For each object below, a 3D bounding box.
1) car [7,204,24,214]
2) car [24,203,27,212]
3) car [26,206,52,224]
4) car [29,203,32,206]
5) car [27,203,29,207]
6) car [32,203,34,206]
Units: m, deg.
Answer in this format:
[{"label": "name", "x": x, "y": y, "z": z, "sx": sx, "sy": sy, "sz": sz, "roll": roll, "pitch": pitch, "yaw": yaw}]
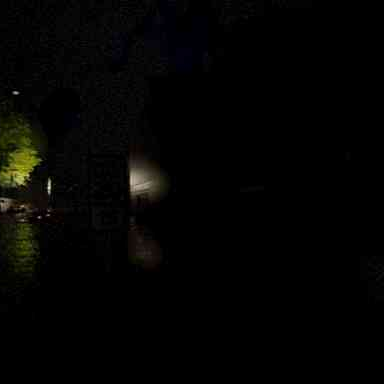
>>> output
[{"label": "car", "x": -31.172, "y": 3.145, "z": 58.023, "sx": 2.008, "sy": 1.369, "sz": 4.403, "roll": 1, "pitch": -2, "yaw": -23}, {"label": "car", "x": -33.886, "y": 3.323, "z": 64.620, "sx": 2.008, "sy": 1.369, "sz": 4.403, "roll": 1, "pitch": -2, "yaw": -23}, {"label": "car", "x": -15.083, "y": 2.395, "z": 33.136, "sx": 1.994, "sy": 1.385, "sz": 4.181, "roll": -1, "pitch": -1, "yaw": -22}, {"label": "car", "x": -40.162, "y": 3.776, "z": 79.710, "sx": 1.802, "sy": 1.307, "sz": 4.206, "roll": 1, "pitch": -2, "yaw": -23}, {"label": "car", "x": -35.978, "y": 3.476, "z": 69.650, "sx": 1.947, "sy": 1.339, "sz": 4.313, "roll": 1, "pitch": -2, "yaw": -23}, {"label": "car", "x": -42.255, "y": 3.655, "z": 84.749, "sx": 2.192, "sy": 1.841, "sz": 5.009, "roll": 1, "pitch": -2, "yaw": -23}]
